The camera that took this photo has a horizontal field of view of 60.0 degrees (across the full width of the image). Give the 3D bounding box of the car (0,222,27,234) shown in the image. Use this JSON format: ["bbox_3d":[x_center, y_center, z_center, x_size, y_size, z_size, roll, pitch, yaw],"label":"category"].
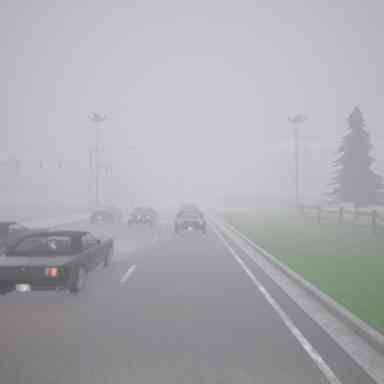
[{"bbox_3d":[-7.017,1.735,12.152,1.895,1.301,4.718,0,-1,-1],"label":"car"}]

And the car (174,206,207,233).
[{"bbox_3d":[-0.117,1.826,21.247,1.895,1.301,4.718,0,-1,-1],"label":"car"}]

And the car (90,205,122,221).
[{"bbox_3d":[-7.196,1.827,28.042,1.812,1.442,4.674,0,-1,-1],"label":"car"}]

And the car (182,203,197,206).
[{"bbox_3d":[-0.242,1.845,32.176,1.837,1.490,4.892,0,-1,-1],"label":"car"}]

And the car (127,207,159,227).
[{"bbox_3d":[-3.667,1.819,25.466,2.033,1.411,5.357,0,-1,-1],"label":"car"}]

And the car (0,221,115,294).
[{"bbox_3d":[-3.485,1.700,9.066,1.895,1.301,4.718,0,-1,-1],"label":"car"}]
